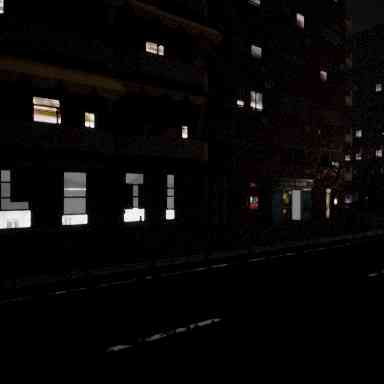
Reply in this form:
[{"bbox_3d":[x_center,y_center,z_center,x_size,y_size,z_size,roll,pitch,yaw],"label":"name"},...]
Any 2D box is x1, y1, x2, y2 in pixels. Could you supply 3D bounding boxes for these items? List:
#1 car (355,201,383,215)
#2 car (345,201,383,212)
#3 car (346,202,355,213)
[{"bbox_3d":[19.717,1.728,37.241,2.128,1.511,4.902,0,-1,-35],"label":"car"},{"bbox_3d":[22.482,1.857,43.432,1.802,1.307,4.206,-1,0,-36],"label":"car"},{"bbox_3d":[15.493,1.596,38.335,2.192,1.841,5.009,-1,0,-36],"label":"car"}]
